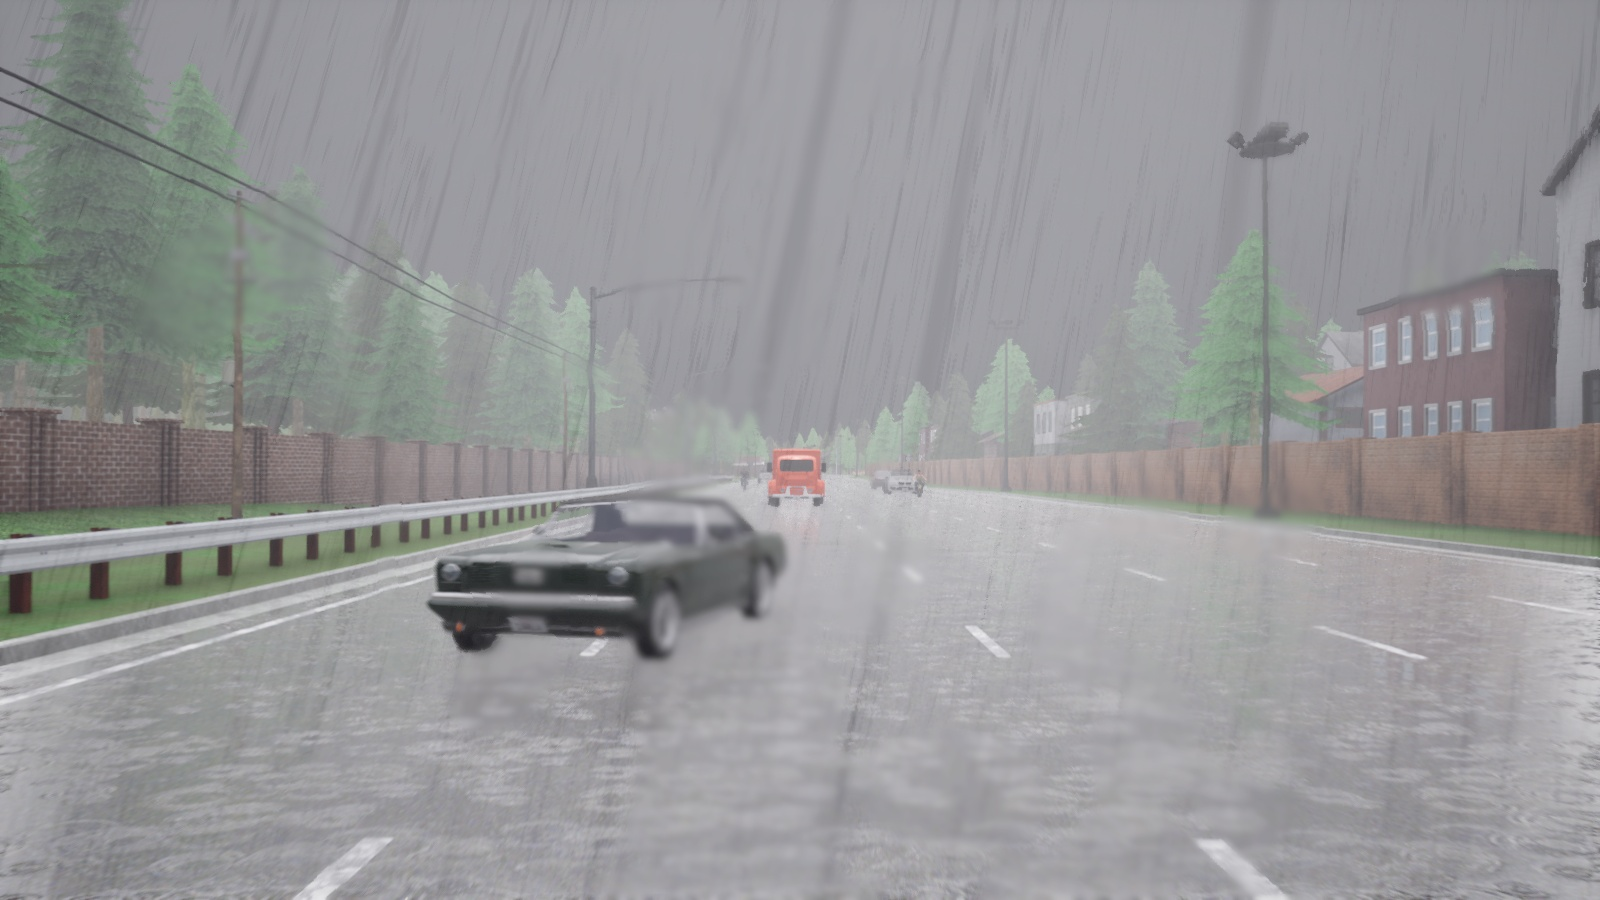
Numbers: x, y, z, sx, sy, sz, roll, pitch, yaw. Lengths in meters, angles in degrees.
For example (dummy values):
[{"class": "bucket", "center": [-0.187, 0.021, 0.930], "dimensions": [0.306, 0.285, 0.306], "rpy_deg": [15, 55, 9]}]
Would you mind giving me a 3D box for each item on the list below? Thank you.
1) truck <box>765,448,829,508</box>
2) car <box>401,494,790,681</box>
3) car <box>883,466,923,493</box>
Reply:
[{"class": "truck", "center": [-0.138, 1.188, 54.633], "dimensions": [2.627, 2.467, 5.204], "rpy_deg": [0, -1, 0]}, {"class": "car", "center": [-1.611, 1.107, 11.842], "dimensions": [1.895, 1.301, 4.718], "rpy_deg": [0, -1, 14]}, {"class": "car", "center": [6.793, 1.943, 83.163], "dimensions": [2.242, 1.667, 4.611], "rpy_deg": [0, -1, 0]}]
